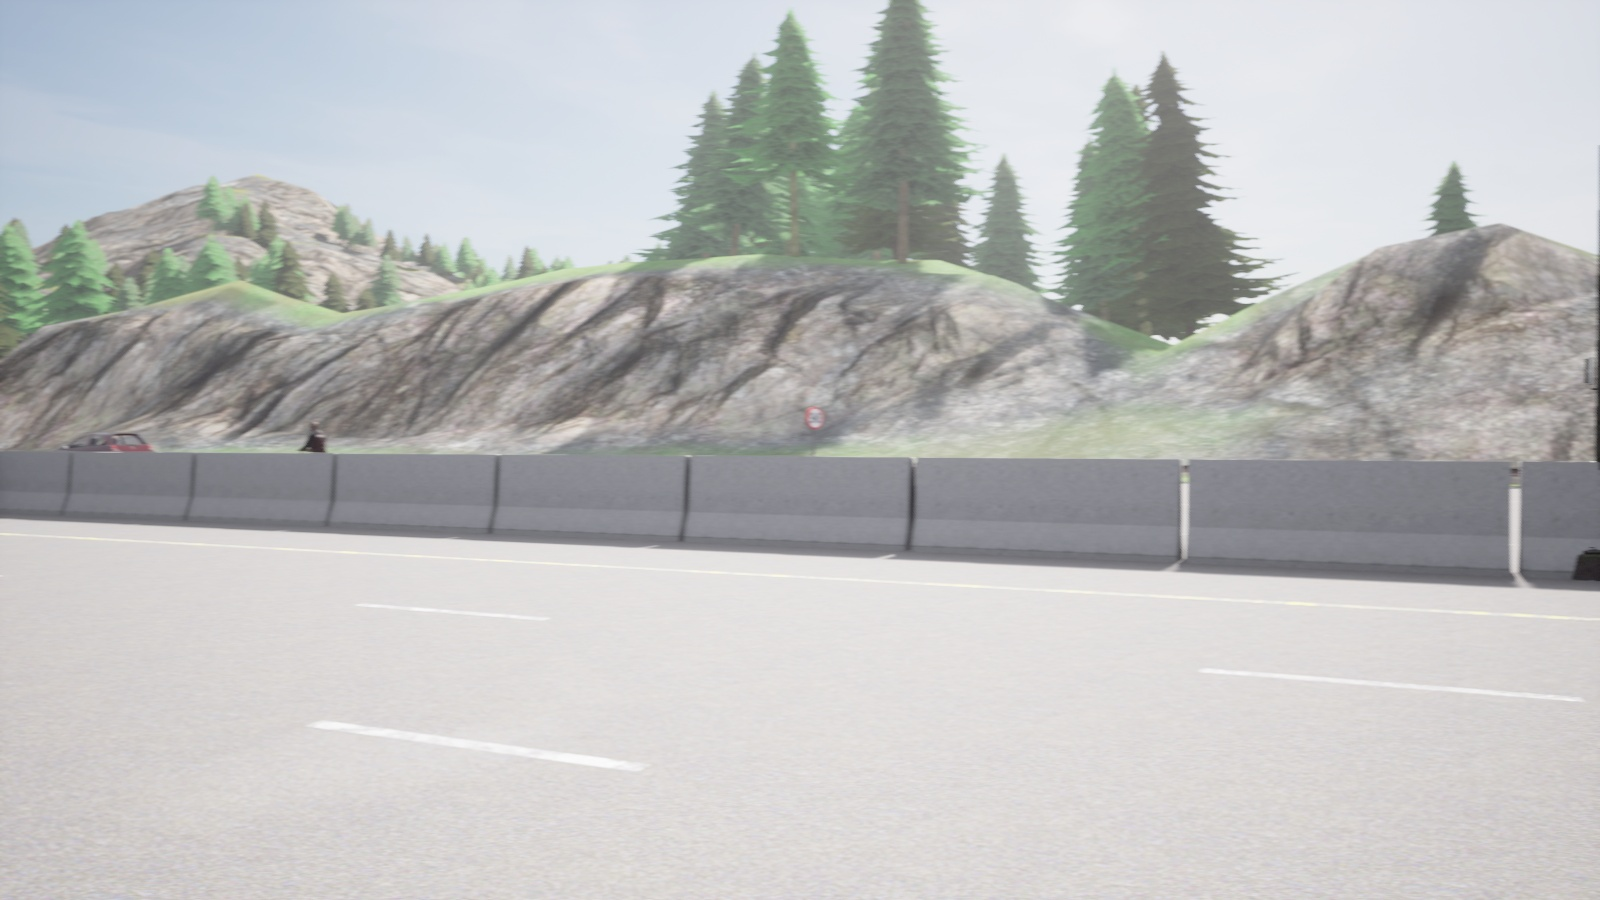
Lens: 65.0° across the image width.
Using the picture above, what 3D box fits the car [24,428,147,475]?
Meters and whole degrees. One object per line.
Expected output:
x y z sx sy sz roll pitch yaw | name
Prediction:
-24.070 0.020 42.302 3.633 1.501 1.845 1 1 26 | car

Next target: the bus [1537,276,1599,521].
18.808 -0.871 21.577 10.273 4.253 3.944 1 1 26 | bus
